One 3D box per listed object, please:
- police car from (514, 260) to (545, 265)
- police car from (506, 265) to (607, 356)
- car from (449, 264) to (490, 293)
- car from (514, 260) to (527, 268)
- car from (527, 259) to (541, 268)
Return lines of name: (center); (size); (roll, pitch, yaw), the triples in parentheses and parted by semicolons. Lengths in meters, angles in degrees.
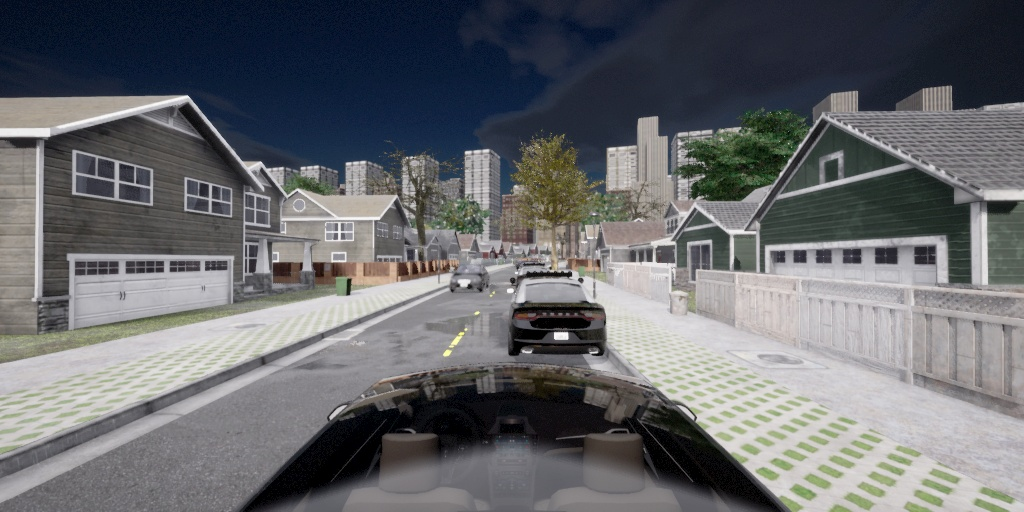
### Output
police car: (1.166, 1.182, 18.715); (1.930, 1.638, 5.238); (0, 0, 2)
police car: (0.891, 1.177, 8.762); (1.930, 1.638, 5.238); (0, 0, 1)
car: (-2.384, 1.251, 21.035); (2.128, 1.511, 4.902); (0, 0, 2)
car: (1.581, 1.374, 65.425); (1.994, 1.385, 4.181); (0, 0, 8)
car: (3.850, 1.294, 62.527); (2.128, 1.511, 4.902); (0, 0, 8)
